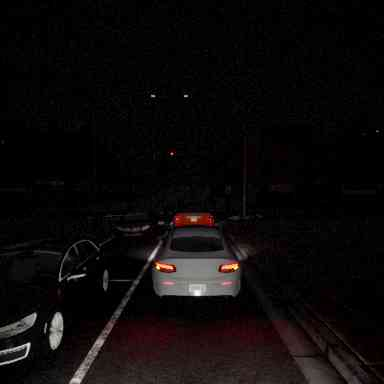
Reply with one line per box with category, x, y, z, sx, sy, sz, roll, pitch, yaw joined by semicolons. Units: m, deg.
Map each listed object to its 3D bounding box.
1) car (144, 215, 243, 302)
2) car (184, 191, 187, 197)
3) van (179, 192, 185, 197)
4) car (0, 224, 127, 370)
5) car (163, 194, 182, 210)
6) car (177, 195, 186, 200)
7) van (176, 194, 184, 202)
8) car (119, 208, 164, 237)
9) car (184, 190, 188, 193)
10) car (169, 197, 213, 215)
car;0.093;1.523;8.149;1.812;1.442;4.674;0;0;0
car;-2.730;1.308;71.228;2.192;1.841;5.009;-1;0;0
van;-2.724;1.360;65.685;1.690;1.788;3.998;-1;0;0
car;-2.664;1.548;5.857;2.008;1.369;4.403;-2;0;0
car;-2.705;1.484;43.529;1.967;1.590;4.097;-2;0;0
car;-2.737;1.430;87.849;2.008;1.369;4.403;-1;0;0
van;-2.733;1.302;76.765;1.690;1.788;3.998;-1;0;0
car;-2.674;1.582;16.751;1.802;1.307;4.206;-2;0;0
car;-2.744;1.132;93.398;2.192;1.841;5.009;-1;1;0
car;0.083;1.353;18.112;2.097;1.767;4.553;0;0;0
